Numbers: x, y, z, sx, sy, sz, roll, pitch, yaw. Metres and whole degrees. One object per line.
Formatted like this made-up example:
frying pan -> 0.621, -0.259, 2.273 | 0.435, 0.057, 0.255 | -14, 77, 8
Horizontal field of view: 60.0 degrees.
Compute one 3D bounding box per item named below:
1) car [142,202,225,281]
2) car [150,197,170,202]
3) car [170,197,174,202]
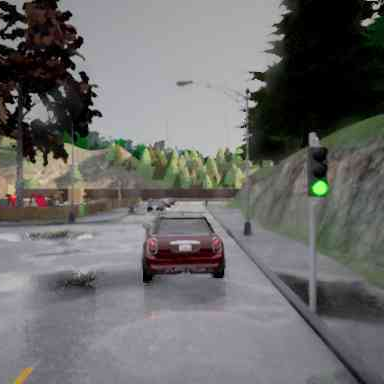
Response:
car -> -0.427, 1.367, 10.126 | 2.097, 1.767, 4.553 | 0, 0, -7
car -> -4.094, 1.550, 38.843 | 2.128, 1.511, 4.902 | 0, 0, 0
car -> -4.072, 1.599, 48.873 | 1.812, 1.442, 4.674 | 0, 0, 0
